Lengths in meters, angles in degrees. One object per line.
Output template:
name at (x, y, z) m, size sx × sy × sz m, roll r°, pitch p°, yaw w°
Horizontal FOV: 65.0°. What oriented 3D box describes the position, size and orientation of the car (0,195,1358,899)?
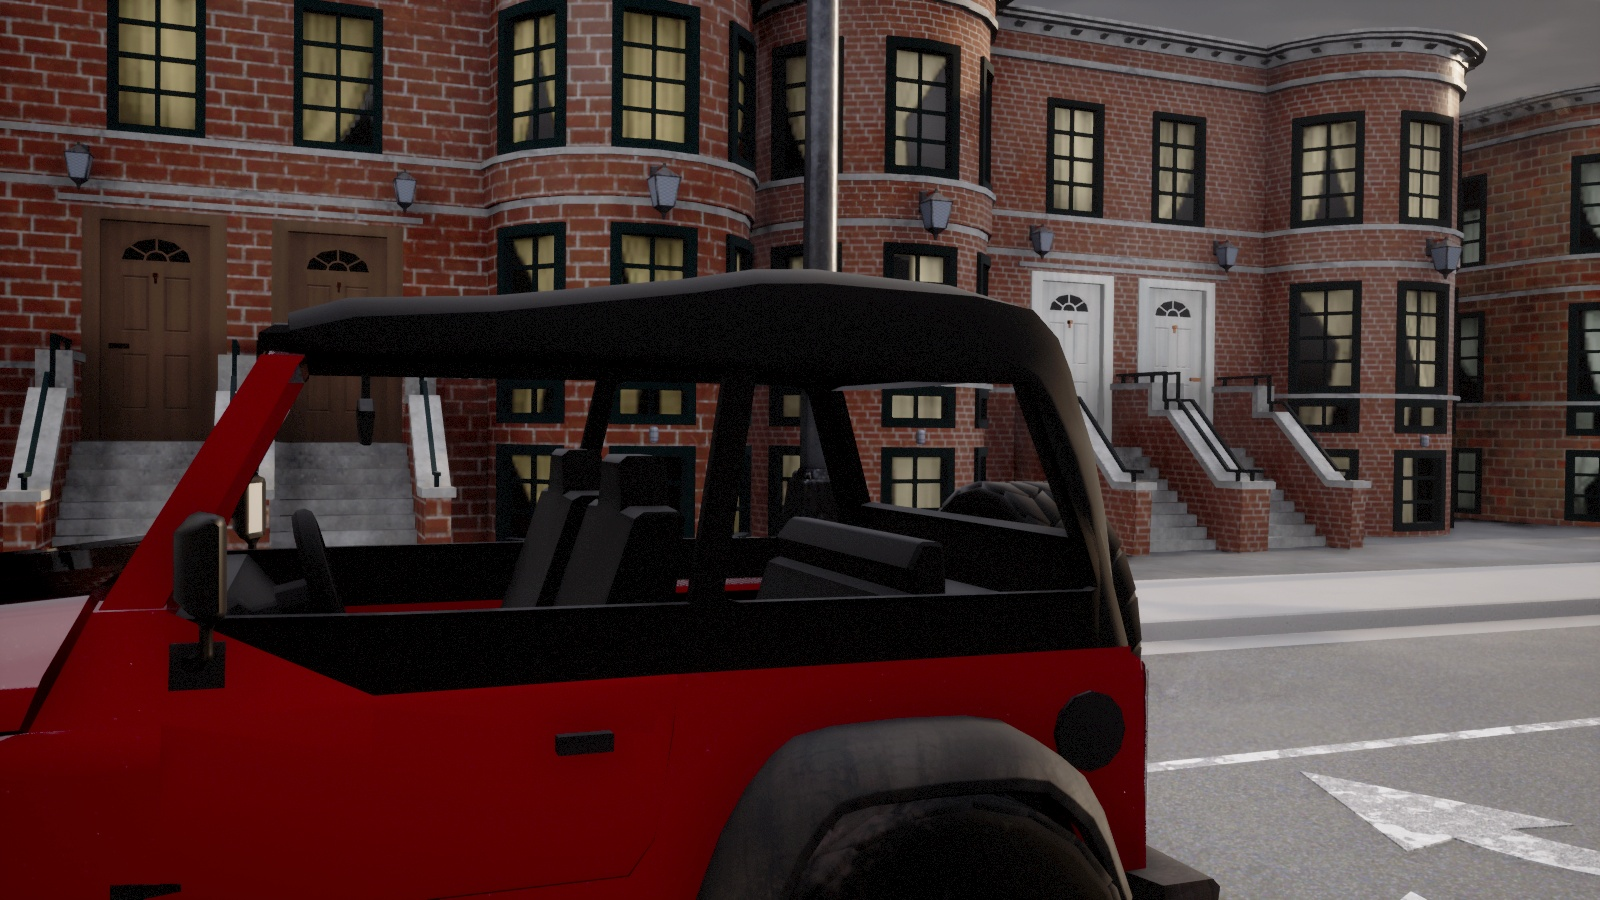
car at (-0.955, 0.557, 2.881) m, size 3.866 × 1.878 × 1.905 m, roll -1°, pitch 1°, yaw -21°
